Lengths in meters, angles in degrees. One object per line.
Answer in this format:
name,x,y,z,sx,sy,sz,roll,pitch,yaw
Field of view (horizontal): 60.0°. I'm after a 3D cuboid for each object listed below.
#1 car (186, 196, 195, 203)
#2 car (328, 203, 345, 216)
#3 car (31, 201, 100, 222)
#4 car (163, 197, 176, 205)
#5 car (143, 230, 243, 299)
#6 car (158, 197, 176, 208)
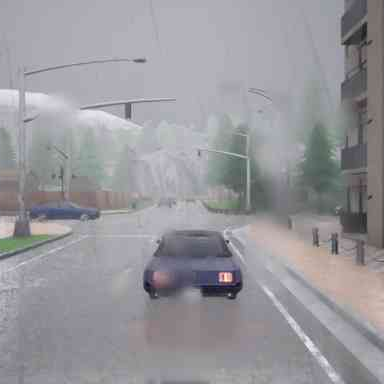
car,-0.305,1.547,68.230,2.033,1.411,5.357,0,0,0
car,14.709,1.367,29.892,4.553,1.767,2.097,0,0,-1
car,-9.615,1.468,25.447,5.008,1.535,1.882,0,0,-2
car,-3.816,1.564,57.886,1.994,1.385,4.181,0,0,1
car,0.026,1.601,8.381,1.895,1.301,4.718,0,0,0
car,-3.790,1.547,47.897,2.033,1.411,5.357,0,0,0
